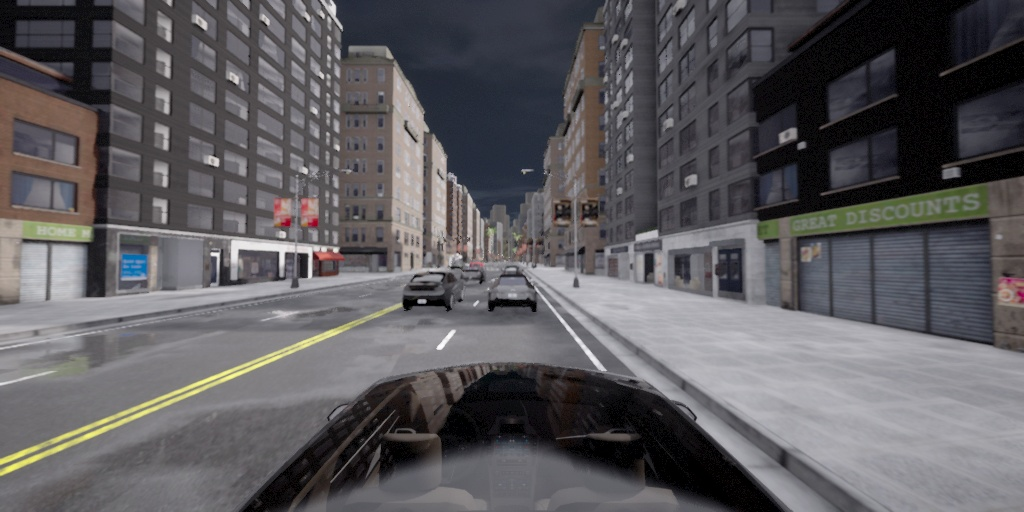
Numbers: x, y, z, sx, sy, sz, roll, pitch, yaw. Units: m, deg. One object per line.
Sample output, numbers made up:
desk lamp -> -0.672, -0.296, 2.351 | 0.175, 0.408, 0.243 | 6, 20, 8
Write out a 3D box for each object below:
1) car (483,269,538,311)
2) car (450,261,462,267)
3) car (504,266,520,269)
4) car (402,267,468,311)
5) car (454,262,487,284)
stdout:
car -> 0.031, 1.454, 15.366 | 1.994, 1.385, 4.181 | 0, 0, 0
car -> -9.752, 1.671, 64.504 | 2.097, 1.767, 4.553 | 0, 0, 1
car -> 0.034, 1.559, 30.738 | 1.812, 1.442, 4.674 | 0, 0, 0
car -> -3.224, 1.396, 15.343 | 1.837, 1.490, 4.892 | 0, 0, 0
car -> -3.219, 1.522, 30.349 | 2.128, 1.511, 4.902 | 0, 0, 0
